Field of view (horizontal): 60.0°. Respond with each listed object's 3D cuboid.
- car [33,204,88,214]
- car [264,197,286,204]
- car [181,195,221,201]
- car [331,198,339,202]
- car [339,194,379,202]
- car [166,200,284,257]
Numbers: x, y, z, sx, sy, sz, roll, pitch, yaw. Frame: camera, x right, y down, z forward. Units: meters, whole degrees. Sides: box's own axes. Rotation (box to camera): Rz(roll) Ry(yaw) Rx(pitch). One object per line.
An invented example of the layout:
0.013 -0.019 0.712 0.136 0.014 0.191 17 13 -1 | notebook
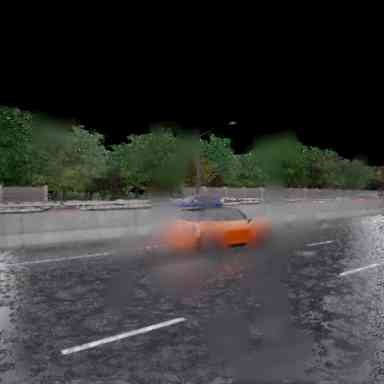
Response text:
-10.542 1.688 26.672 4.181 1.385 1.994 0 0 -36 | car
11.191 1.546 47.065 4.892 1.490 1.837 0 0 -36 | car
0.339 1.277 30.360 5.566 2.045 2.150 0 0 -36 | car
23.105 1.592 51.470 4.674 1.442 1.812 0 -1 -36 | car
21.158 1.217 41.370 5.566 2.045 2.150 0 -1 -36 | car
1.279 1.376 13.401 4.553 1.767 2.097 0 0 -36 | car
